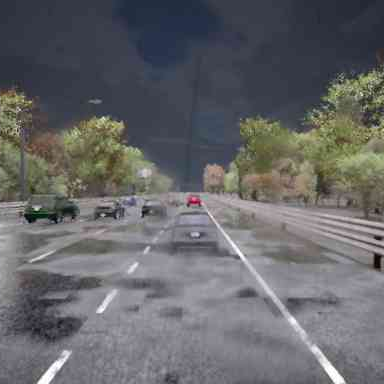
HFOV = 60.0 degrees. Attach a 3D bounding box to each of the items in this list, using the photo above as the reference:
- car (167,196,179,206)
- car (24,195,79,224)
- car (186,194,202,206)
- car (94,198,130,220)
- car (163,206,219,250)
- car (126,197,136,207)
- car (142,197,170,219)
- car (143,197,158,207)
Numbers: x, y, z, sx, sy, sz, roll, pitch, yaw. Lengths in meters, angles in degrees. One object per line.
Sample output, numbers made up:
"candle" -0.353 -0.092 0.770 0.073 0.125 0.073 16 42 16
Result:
"car" -3.177 1.410 52.509 2.097 1.767 4.553 0 0 0
"car" -10.355 1.247 24.900 2.150 2.045 5.566 0 0 0
"car" 0.327 1.280 52.106 2.150 2.045 5.566 0 0 0
"car" -6.838 1.534 28.039 1.837 1.490 4.892 0 0 0
"car" 0.114 1.562 14.247 2.033 1.411 5.357 0 0 0
"car" -10.167 1.587 53.564 1.812 1.442 4.674 0 0 0
"car" -3.329 1.510 30.050 1.882 1.535 5.008 0 0 0
"car" -6.662 1.569 54.369 1.837 1.490 4.892 0 0 0
